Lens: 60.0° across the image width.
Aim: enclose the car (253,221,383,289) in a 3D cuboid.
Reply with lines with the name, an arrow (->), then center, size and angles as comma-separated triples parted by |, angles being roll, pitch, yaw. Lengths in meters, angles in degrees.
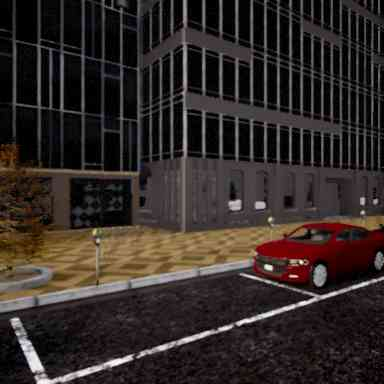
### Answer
car -> 3.641, 1.529, 9.132 | 4.507, 1.381, 1.887 | 0, 0, -35
